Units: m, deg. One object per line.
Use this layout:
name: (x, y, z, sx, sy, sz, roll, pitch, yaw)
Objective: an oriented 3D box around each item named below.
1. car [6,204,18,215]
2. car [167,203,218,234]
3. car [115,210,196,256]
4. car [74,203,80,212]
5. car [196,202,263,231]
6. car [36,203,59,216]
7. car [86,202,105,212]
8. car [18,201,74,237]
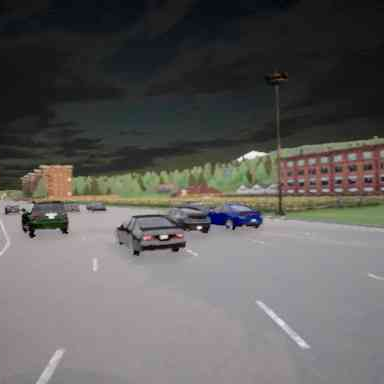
car: (-25.904, 2.430, 48.184, 2.128, 1.511, 4.902, -2, 0, -31)
car: (-0.663, 1.586, 19.087, 1.837, 1.490, 4.892, 1, -1, -26)
car: (-1.923, 1.649, 13.913, 2.033, 1.411, 5.357, -1, 0, -22)
car: (-17.611, 2.233, 47.972, 2.033, 1.411, 5.357, -2, 0, -31)
car: (2.361, 1.470, 20.788, 1.882, 1.535, 5.008, -1, -1, -26)
car: (-18.820, 2.255, 43.183, 2.033, 1.411, 5.357, -2, 0, -31)
car: (-14.279, 2.152, 49.236, 1.994, 1.385, 4.181, -2, 0, -31)
car: (-9.439, 1.574, 21.184, 2.150, 2.045, 5.566, -1, -1, -32)
